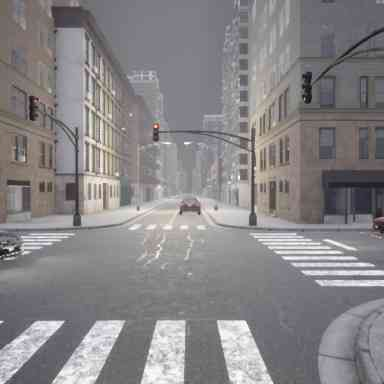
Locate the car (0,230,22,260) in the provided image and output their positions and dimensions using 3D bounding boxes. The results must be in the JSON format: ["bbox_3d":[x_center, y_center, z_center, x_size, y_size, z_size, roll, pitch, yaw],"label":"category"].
[{"bbox_3d":[-7.961,1.514,10.700,4.892,1.490,1.837,0,0,10],"label":"car"}]

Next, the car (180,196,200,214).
[{"bbox_3d":[-0.202,1.357,35.108,2.097,1.767,4.553,0,0,0],"label":"car"}]

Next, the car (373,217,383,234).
[{"bbox_3d":[11.647,1.530,16.970,4.507,1.381,1.887,0,0,0],"label":"car"}]

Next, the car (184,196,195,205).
[{"bbox_3d":[-0.442,1.542,61.297,1.812,1.442,4.674,0,0,0],"label":"car"}]
